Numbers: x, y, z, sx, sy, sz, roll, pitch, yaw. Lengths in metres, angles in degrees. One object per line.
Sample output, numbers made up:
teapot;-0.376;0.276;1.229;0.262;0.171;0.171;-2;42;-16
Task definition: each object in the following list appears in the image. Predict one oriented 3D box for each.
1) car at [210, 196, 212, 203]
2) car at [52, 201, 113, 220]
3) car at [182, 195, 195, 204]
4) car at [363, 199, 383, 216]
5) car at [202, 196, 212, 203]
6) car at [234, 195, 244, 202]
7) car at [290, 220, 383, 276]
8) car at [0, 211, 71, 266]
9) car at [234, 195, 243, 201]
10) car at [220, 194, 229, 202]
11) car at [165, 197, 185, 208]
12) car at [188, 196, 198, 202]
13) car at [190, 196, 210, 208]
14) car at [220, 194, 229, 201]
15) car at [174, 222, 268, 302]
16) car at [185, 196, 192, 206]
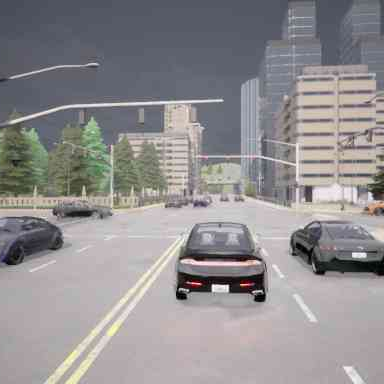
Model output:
car;2.143;1.600;58.412;1.895;1.301;4.718;0;0;6
car;-8.990;1.491;27.477;4.902;1.511;2.128;0;0;5
car;-0.674;1.477;65.380;1.882;1.535;5.008;0;0;6
car;19.152;1.352;32.117;4.553;1.767;2.097;0;0;7
car;3.171;1.504;68.457;1.837;1.490;4.892;0;0;6
car;10.937;1.590;76.096;1.895;1.301;4.718;0;0;5
car;4.393;1.564;10.395;1.994;1.385;4.181;0;0;5
car;-6.209;1.564;11.519;1.994;1.385;4.181;0;0;5
car;11.823;1.537;85.402;2.033;1.411;5.357;0;0;5
car;7.545;1.549;77.401;1.994;1.385;4.181;0;0;5
car;-2.527;1.563;46.497;1.994;1.385;4.181;0;0;5
car;0.315;1.595;75.319;1.895;1.301;4.718;0;0;5
car;1.256;1.601;49.291;1.895;1.301;4.718;0;0;5
car;8.336;1.352;85.704;2.097;1.767;4.553;0;0;5
car;0.701;1.491;8.285;2.128;1.511;4.902;0;0;5
car;-1.643;1.547;55.697;2.033;1.411;5.357;0;0;6
